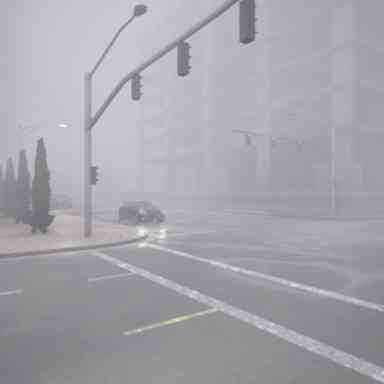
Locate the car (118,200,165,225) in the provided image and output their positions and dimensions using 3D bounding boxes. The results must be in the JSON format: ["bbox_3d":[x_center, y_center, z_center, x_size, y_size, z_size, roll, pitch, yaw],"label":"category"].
[{"bbox_3d":[-3.866,1.407,25.093,2.097,1.767,4.553,0,0,-35],"label":"car"}]

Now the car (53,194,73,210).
[{"bbox_3d":[-17.941,1.250,45.110,2.150,2.045,5.566,0,0,-35],"label":"car"}]
